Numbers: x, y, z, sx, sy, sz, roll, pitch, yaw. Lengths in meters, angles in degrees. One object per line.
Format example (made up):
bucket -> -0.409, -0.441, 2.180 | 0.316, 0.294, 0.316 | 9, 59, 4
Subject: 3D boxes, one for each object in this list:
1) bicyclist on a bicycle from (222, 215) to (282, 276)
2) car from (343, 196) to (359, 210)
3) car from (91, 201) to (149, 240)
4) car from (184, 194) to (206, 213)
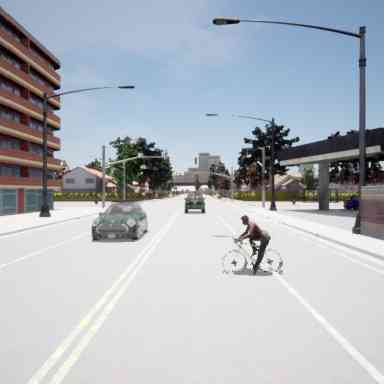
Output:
bicyclist on a bicycle -> 1.628, 1.453, 9.089 | 1.656, 1.620, 0.582 | -2, 0, 0
car -> 20.501, 1.295, 39.459 | 4.611, 1.667, 2.242 | 0, 0, 2
car -> -3.487, 1.352, 16.764 | 2.097, 1.767, 4.553 | 0, 0, 1
car -> 0.311, 1.221, 36.541 | 2.150, 2.045, 5.566 | 0, 0, 0
